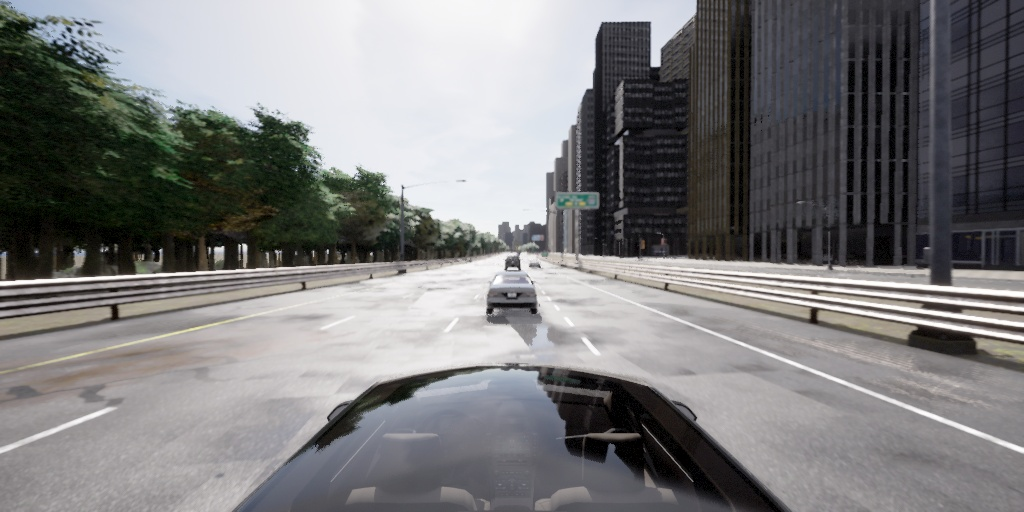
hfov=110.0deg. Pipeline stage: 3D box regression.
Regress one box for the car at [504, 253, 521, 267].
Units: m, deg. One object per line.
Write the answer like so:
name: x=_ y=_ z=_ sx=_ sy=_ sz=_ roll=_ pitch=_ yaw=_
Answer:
car: x=0.124 y=0.984 z=50.252 sx=2.150 sy=2.045 sz=5.566 roll=0 pitch=0 yaw=0

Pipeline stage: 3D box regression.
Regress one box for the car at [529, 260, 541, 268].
car: x=3.822 y=1.335 z=61.363 sx=1.895 sy=1.301 sz=4.718 roll=0 pitch=0 yaw=1

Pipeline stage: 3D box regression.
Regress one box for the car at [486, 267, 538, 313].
car: x=-0.006 y=1.317 z=14.158 sx=2.033 sy=1.411 sz=5.357 roll=0 pitch=0 yaw=0
